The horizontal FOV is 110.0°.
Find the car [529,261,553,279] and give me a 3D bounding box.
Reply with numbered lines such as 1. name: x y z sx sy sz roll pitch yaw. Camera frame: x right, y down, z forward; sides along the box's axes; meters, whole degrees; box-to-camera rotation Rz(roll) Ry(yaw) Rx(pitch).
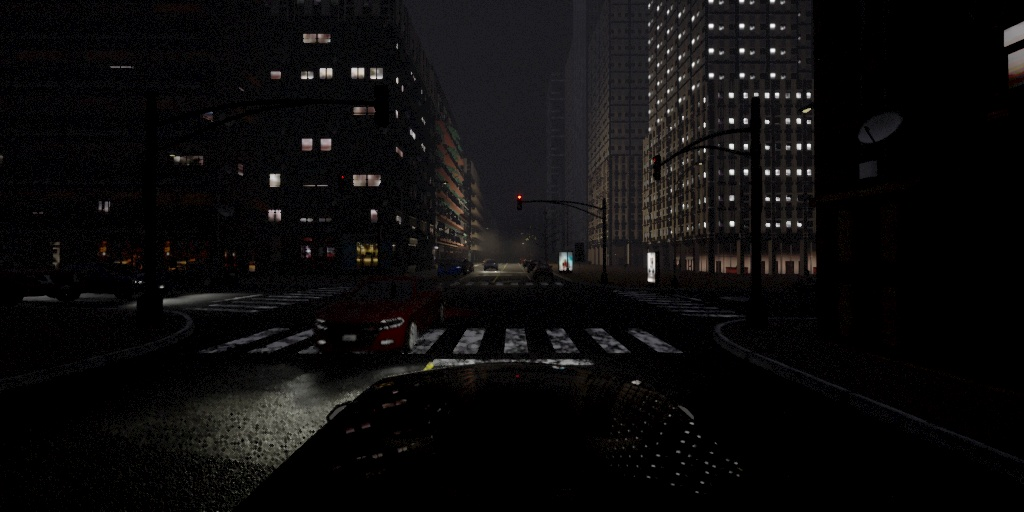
1. car: 2.768 1.343 32.489 1.802 1.307 4.207 0 0 0

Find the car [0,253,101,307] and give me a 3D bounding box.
1. car: -18.744 0.784 12.990 5.009 1.841 2.192 0 0 0

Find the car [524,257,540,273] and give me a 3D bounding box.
1. car: 2.795 1.208 43.545 1.967 1.591 4.097 0 0 0

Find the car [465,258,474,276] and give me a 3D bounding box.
1. car: -5.600 1.079 38.039 2.192 1.841 5.009 0 0 0

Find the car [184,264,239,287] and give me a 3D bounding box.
1. car: -18.745 1.104 21.370 4.313 1.339 1.948 0 0 0

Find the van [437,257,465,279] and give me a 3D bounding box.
1. van: -5.613 1.102 32.511 1.690 1.789 3.998 0 0 0

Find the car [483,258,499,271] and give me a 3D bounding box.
1. car: -2.882 1.300 49.262 1.812 1.442 4.674 0 0 0

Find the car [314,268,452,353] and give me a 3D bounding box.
1. car: -2.982 1.230 9.082 1.882 1.535 5.008 0 0 0

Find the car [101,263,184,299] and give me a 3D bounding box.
1. car: -17.582 1.033 15.610 4.674 1.442 1.812 1 0 0

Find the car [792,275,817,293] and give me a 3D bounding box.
1. car: 19.443 1.644 21.679 4.403 1.370 2.007 0 0 0

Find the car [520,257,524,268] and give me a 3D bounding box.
1. car: 2.836 1.221 60.127 1.967 1.591 4.097 0 0 0
